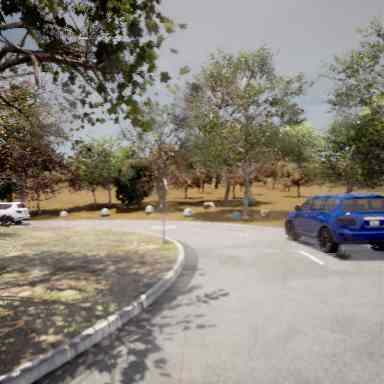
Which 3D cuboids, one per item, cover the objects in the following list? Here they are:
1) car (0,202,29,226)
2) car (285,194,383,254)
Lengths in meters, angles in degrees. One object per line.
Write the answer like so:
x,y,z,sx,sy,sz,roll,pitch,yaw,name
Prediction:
-17.404,1.968,29.323,5.566,2.045,2.150,-1,-1,-4,car
5.543,1.110,13.122,2.150,2.045,5.566,-1,-1,-4,car
